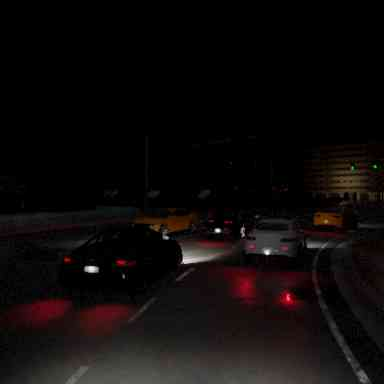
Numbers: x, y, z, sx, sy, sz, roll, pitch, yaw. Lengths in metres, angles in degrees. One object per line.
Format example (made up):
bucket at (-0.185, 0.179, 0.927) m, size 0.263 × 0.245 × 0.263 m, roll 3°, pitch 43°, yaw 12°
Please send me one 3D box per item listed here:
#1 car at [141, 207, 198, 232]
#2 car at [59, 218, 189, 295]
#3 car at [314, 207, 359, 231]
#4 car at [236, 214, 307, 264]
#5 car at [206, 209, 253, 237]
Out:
car at (-1.447, 1.671, 19.522) m, size 1.882 × 1.535 × 5.008 m, roll 0°, pitch -1°, yaw 31°
car at (-1.672, 1.653, 9.107) m, size 1.994 × 1.385 × 4.181 m, roll 0°, pitch -1°, yaw 14°
car at (10.057, 1.740, 23.001) m, size 1.882 × 1.535 × 5.008 m, roll -1°, pitch -1°, yaw 39°
car at (3.220, 1.658, 12.484) m, size 1.812 × 1.442 × 4.674 m, roll 0°, pitch -1°, yaw 22°
car at (2.510, 1.697, 18.661) m, size 1.837 × 1.490 × 4.892 m, roll 0°, pitch -1°, yaw 30°
